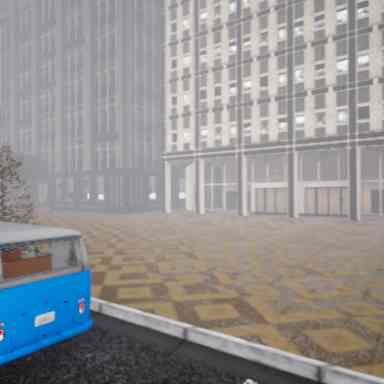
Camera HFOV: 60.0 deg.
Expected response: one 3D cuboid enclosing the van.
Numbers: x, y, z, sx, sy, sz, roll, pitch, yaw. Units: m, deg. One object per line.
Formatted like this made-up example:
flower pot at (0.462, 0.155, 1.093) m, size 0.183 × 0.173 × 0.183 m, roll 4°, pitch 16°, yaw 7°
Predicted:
van at (-3.358, 1.367, 5.269) m, size 3.998 × 1.788 × 1.690 m, roll 0°, pitch 0°, yaw 35°
